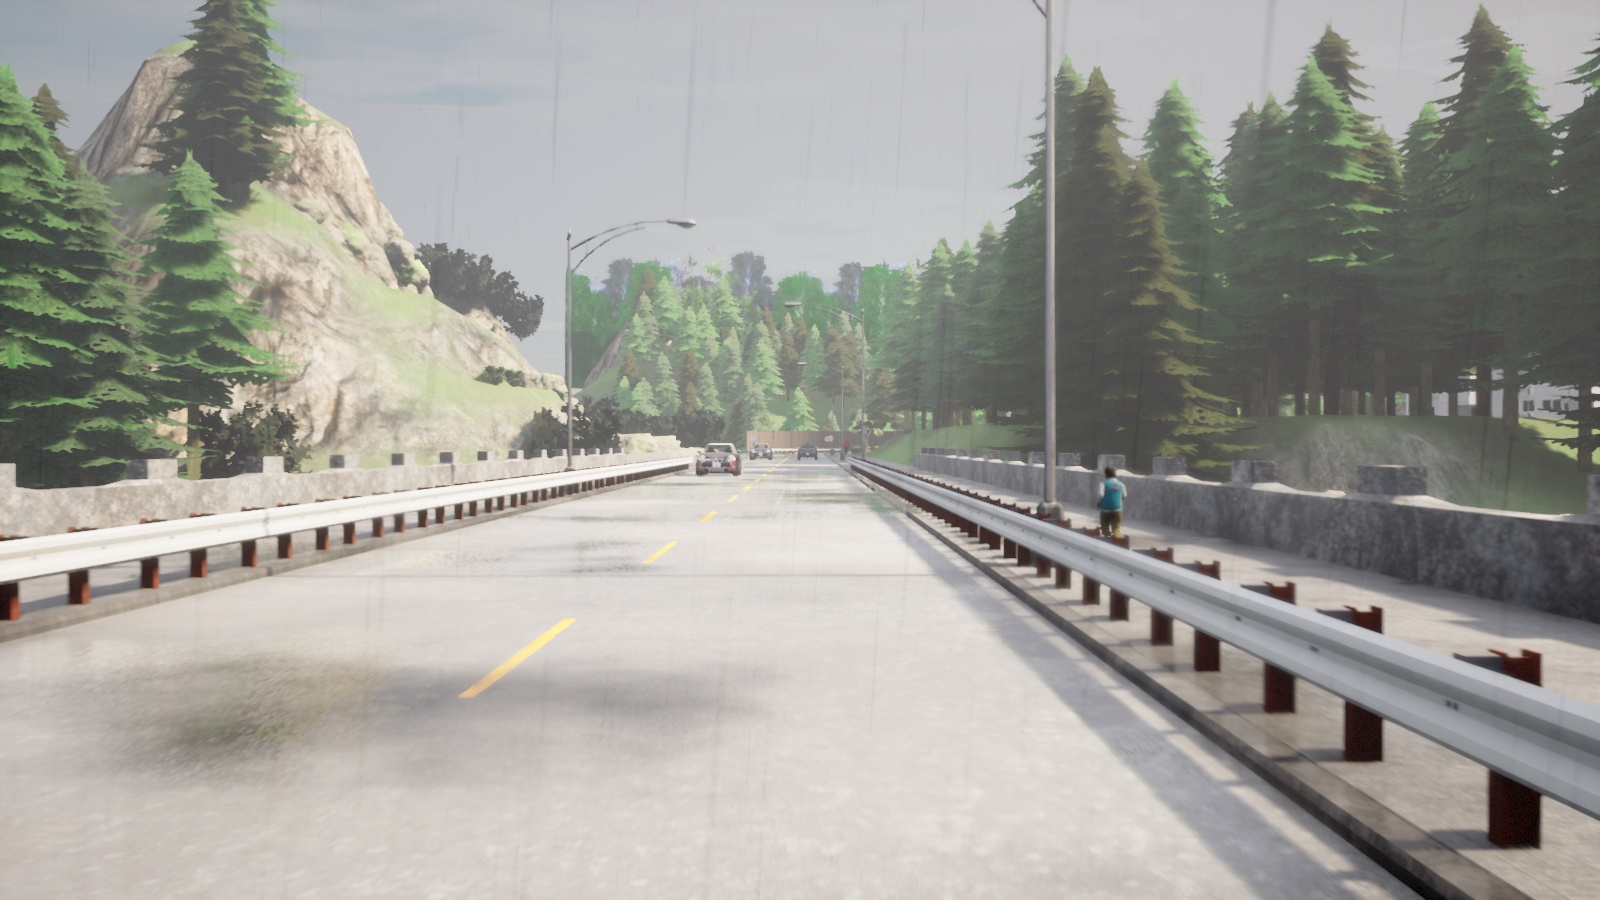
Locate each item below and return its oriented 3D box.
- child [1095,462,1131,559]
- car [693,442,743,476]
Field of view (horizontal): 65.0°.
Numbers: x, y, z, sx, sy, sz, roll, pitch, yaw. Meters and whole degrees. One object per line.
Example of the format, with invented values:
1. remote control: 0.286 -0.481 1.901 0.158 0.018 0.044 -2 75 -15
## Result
1. child: 3.916 0.751 15.744 0.343 1.192 0.448 0 0 1
2. car: -3.651 0.391 56.420 1.970 1.475 3.806 0 0 0
